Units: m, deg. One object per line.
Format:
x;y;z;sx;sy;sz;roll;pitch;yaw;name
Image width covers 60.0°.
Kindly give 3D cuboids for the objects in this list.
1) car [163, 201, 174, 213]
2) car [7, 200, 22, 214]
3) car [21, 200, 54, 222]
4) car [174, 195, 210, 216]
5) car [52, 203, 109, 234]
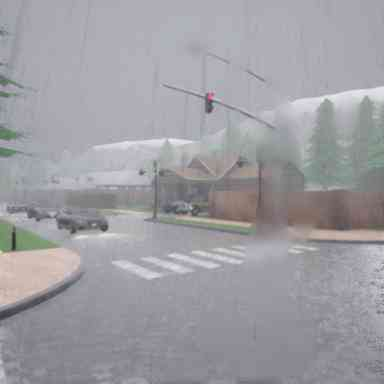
-0.788;1.209;32.817;3.866;1.878;1.905;0;0;-37;car
-18.104;1.563;34.985;1.994;1.385;4.181;0;0;-37;car
-11.776;1.491;26.562;2.128;1.511;4.902;0;0;-37;car
1.030;1.208;31.038;4.605;1.855;1.932;0;0;-37;car
-6.402;1.565;19.354;1.994;1.385;4.181;0;0;-37;car
